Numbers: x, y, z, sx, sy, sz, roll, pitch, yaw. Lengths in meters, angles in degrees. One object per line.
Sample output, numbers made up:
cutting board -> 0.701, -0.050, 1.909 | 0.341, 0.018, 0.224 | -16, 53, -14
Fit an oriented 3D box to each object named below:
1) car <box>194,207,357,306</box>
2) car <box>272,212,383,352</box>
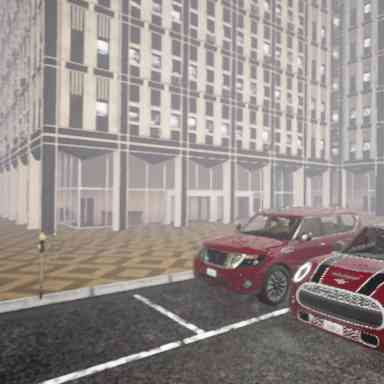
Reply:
car -> 2.459, 1.347, 8.293 | 5.009, 1.841, 2.192 | 0, 0, -35
car -> 3.882, 1.384, 6.139 | 4.553, 1.767, 2.097 | 0, 0, -35
